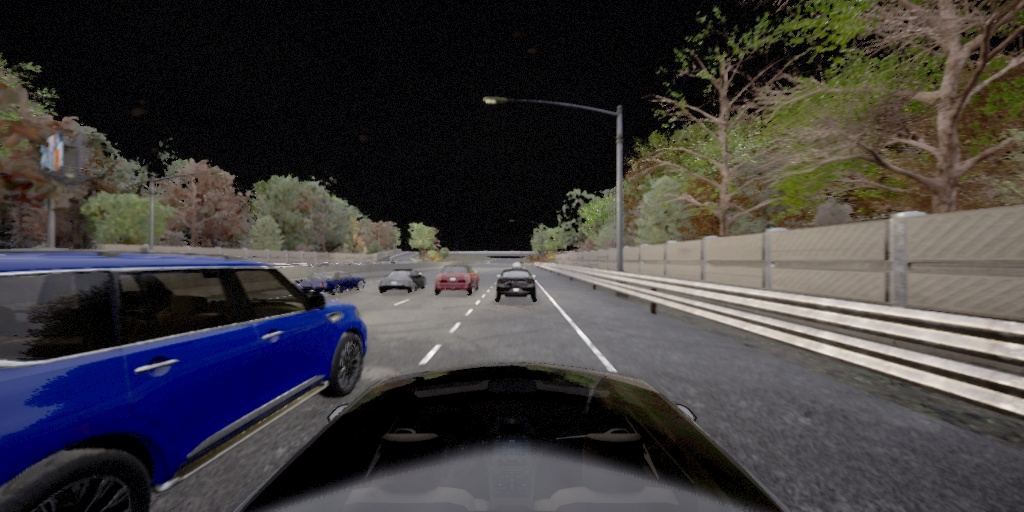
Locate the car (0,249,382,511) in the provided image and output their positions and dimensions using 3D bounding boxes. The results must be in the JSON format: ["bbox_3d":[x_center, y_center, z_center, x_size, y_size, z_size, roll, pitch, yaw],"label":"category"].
[{"bbox_3d":[-3.410,0.985,3.461,2.150,2.045,5.566,0,0,0],"label":"car"}]

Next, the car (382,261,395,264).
[{"bbox_3d":[-20.255,1.626,58.196,2.097,1.767,4.553,0,-1,1],"label":"car"}]

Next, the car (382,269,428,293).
[{"bbox_3d":[-6.632,1.491,22.256,1.994,1.385,4.181,0,-1,1],"label":"car"}]

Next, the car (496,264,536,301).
[{"bbox_3d":[0.212,1.377,18.416,1.882,1.535,5.008,0,-1,1],"label":"car"}]

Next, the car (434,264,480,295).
[{"bbox_3d":[-3.148,1.274,21.382,2.097,1.767,4.553,0,-1,1],"label":"car"}]

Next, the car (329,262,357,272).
[{"bbox_3d":[-27.250,1.764,58.102,2.128,1.511,4.902,0,-1,1],"label":"car"}]

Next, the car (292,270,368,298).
[{"bbox_3d":[-10.158,1.509,20.467,1.895,1.301,4.718,0,-1,1],"label":"car"}]
